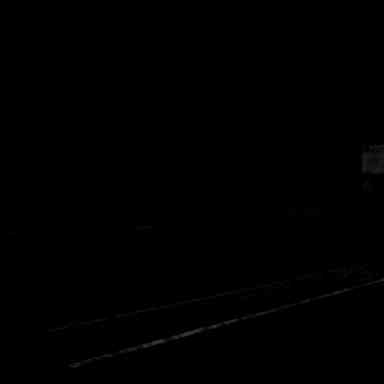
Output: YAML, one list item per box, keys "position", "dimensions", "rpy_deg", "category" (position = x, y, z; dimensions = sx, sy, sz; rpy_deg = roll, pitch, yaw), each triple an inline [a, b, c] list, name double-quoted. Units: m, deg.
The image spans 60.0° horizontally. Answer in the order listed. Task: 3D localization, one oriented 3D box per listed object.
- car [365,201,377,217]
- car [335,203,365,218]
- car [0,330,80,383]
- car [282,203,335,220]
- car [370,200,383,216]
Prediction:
- position: [18.407, 2.114, 38.816]
  dimensions: [2.002, 1.452, 4.674]
  rpy_deg: [1, -1, -34]
  category: "car"
- position: [16.109, 2.024, 37.241]
  dimensions: [2.097, 1.535, 5.008]
  rpy_deg: [1, -1, -34]
  category: "car"
- position: [-2.681, 1.565, 1.647]
  dimensions: [4.181, 1.385, 1.994]
  rpy_deg: [1, -1, -35]
  category: "car"
- position: [11.526, 1.935, 34.081]
  dimensions: [2.097, 1.535, 5.008]
  rpy_deg: [1, -1, -34]
  category: "car"
- position: [23.016, 2.058, 41.945]
  dimensions: [2.185, 1.767, 4.553]
  rpy_deg: [1, -1, -35]
  category: "car"
